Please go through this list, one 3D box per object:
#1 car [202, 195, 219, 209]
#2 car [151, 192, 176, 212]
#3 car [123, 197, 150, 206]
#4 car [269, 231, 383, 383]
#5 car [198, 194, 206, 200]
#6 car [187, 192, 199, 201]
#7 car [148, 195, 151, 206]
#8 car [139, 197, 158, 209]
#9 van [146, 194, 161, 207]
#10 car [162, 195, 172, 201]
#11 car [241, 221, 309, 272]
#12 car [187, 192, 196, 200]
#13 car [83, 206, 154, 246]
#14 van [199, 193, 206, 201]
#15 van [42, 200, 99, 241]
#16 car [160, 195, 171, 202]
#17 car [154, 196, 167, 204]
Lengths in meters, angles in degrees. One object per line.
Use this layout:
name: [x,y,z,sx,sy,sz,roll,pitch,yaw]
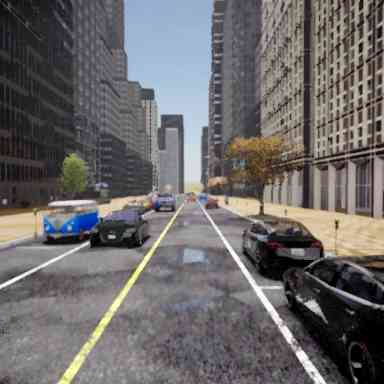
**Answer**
car: [2.634,1.504,44.244,1.802,1.307,4.206,-1,0,0]
car: [-3.039,1.068,38.391,2.150,2.045,5.566,0,0,0]
car: [-5.734,1.494,32.984,2.008,1.369,4.403,-1,0,0]
car: [2.677,1.552,4.868,1.947,1.339,4.313,-1,0,0]
car: [2.583,1.332,89.243,1.967,1.590,4.097,-1,0,0]
car: [-0.080,1.242,77.183,2.097,1.767,4.553,0,0,0]
car: [-5.741,1.461,38.439,1.752,1.417,4.829,-1,0,0]
car: [-5.746,1.474,44.234,1.887,1.381,4.507,-1,0,0]
van: [-5.756,1.265,49.858,1.690,1.788,3.998,-1,0,0]
car: [-5.783,1.454,77.984,2.008,1.369,4.403,-1,0,0]
car: [2.670,1.540,10.493,1.947,1.339,4.313,-1,0,0]
car: [-0.091,1.011,87.505,2.150,2.045,5.566,0,0,0]
car: [-3.091,1.535,14.876,1.994,1.385,4.181,0,0,1]
van: [2.593,1.236,77.994,1.690,1.788,3.998,-1,0,0]
van: [-5.719,1.312,16.108,1.690,1.788,3.998,-1,0,0]
car: [-5.776,1.456,72.360,2.008,1.369,4.403,-1,0,0]
car: [-5.765,1.458,61.109,1.887,1.381,4.507,-1,0,0]
